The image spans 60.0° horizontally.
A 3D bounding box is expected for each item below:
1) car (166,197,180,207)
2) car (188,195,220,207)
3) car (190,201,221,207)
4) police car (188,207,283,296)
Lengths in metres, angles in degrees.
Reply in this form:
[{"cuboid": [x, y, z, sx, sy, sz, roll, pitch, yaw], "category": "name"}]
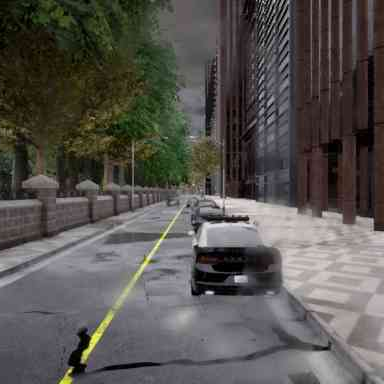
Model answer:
[{"cuboid": [-2.823, 1.460, 50.022, 2.128, 1.511, 4.902, 0, 0, 0], "category": "car"}, {"cuboid": [0.985, 1.338, 24.667, 2.097, 1.767, 4.553, 0, 0, 0], "category": "car"}, {"cuboid": [0.964, 1.498, 18.697, 1.837, 1.490, 4.892, 0, 0, 0], "category": "car"}, {"cuboid": [0.929, 1.424, 8.807, 1.930, 1.638, 5.238, 0, 0, 0], "category": "police car"}]
